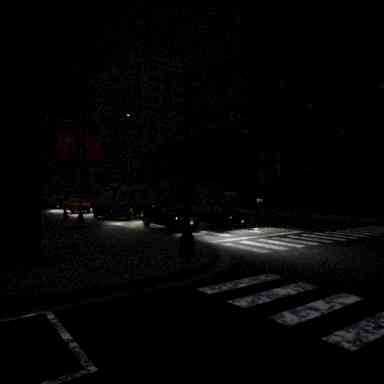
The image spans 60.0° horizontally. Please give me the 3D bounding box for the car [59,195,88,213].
[{"bbox_3d":[-12.637,1.426,36.236,1.882,1.535,5.008,0,0,-35],"label":"car"}]

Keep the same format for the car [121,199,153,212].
[{"bbox_3d":[-6.529,1.542,39.205,1.895,1.301,4.718,0,0,-36],"label":"car"}]

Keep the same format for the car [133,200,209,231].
[{"bbox_3d":[-1.452,1.469,20.688,2.128,1.511,4.902,0,0,-36],"label":"car"}]

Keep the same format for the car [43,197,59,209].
[{"bbox_3d":[-18.395,1.534,44.310,1.895,1.301,4.718,0,0,-35],"label":"car"}]

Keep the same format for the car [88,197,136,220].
[{"bbox_3d":[-6.867,1.441,28.212,1.882,1.535,5.008,0,0,-36],"label":"car"}]

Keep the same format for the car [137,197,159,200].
[{"bbox_3d":[-3.594,1.313,29.227,2.097,1.767,4.553,0,0,-36],"label":"car"}]

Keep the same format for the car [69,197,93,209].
[{"bbox_3d":[-15.273,1.456,45.528,1.812,1.442,4.674,0,0,-35],"label":"car"}]

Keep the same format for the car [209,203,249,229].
[{"bbox_3d":[1.645,1.500,21.978,1.812,1.442,4.674,0,0,-37],"label":"car"}]
